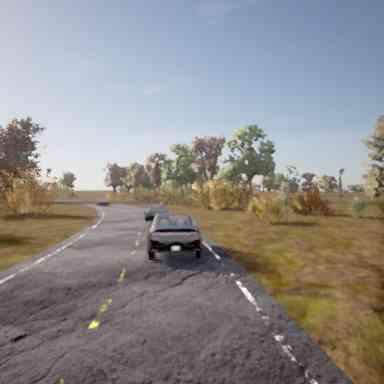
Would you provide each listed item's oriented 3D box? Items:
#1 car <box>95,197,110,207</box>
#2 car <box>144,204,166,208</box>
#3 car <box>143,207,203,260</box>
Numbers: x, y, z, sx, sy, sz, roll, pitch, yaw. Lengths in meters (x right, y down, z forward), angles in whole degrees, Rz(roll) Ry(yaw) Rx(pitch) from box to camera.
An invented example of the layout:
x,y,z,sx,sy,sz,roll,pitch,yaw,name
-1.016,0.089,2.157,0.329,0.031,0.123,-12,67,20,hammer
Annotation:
x,y,z,sx,sy,sz,roll,pitch,yaw,name
-15.281,1.642,56.696,1.882,1.535,5.008,0,0,-23,car
-3.021,1.663,27.924,1.994,1.385,4.181,0,0,-11,car
-0.730,1.539,12.758,2.128,1.511,4.902,0,0,-5,car
